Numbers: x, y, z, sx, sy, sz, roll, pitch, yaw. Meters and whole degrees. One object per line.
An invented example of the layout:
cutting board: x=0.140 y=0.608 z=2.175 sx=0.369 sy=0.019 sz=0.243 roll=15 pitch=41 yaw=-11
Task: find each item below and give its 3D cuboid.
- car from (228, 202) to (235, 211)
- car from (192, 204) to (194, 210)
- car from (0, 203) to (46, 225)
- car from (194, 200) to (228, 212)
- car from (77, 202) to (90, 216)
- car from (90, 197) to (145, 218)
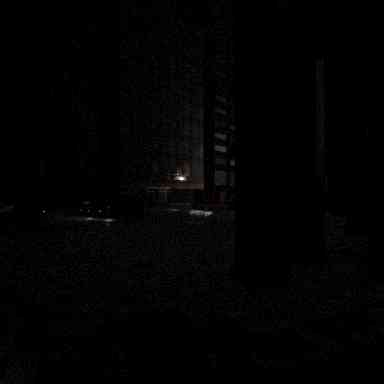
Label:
car: x=6.979 y=2.148 z=48.986 sx=2.033 sy=1.411 sz=5.357 roll=0 pitch=-1 yaw=36
car: x=1.888 y=2.135 z=53.194 sx=1.837 sy=1.490 sz=4.892 roll=0 pitch=-1 yaw=36
car: x=-13.793 y=1.723 z=26.001 sx=1.812 sy=1.442 sz=4.674 roll=0 pitch=-1 yaw=36
car: x=2.855 y=2.057 z=49.017 sx=1.882 sy=1.535 sz=5.008 roll=0 pitch=-1 yaw=36
car: x=-9.932 y=1.581 z=36.923 sx=2.150 sy=2.045 sz=5.566 roll=0 pitch=-1 yaw=36
car: x=-7.421 y=1.566 z=34.844 sx=2.150 sy=2.045 sz=5.566 roll=0 pitch=-1 yaw=36
